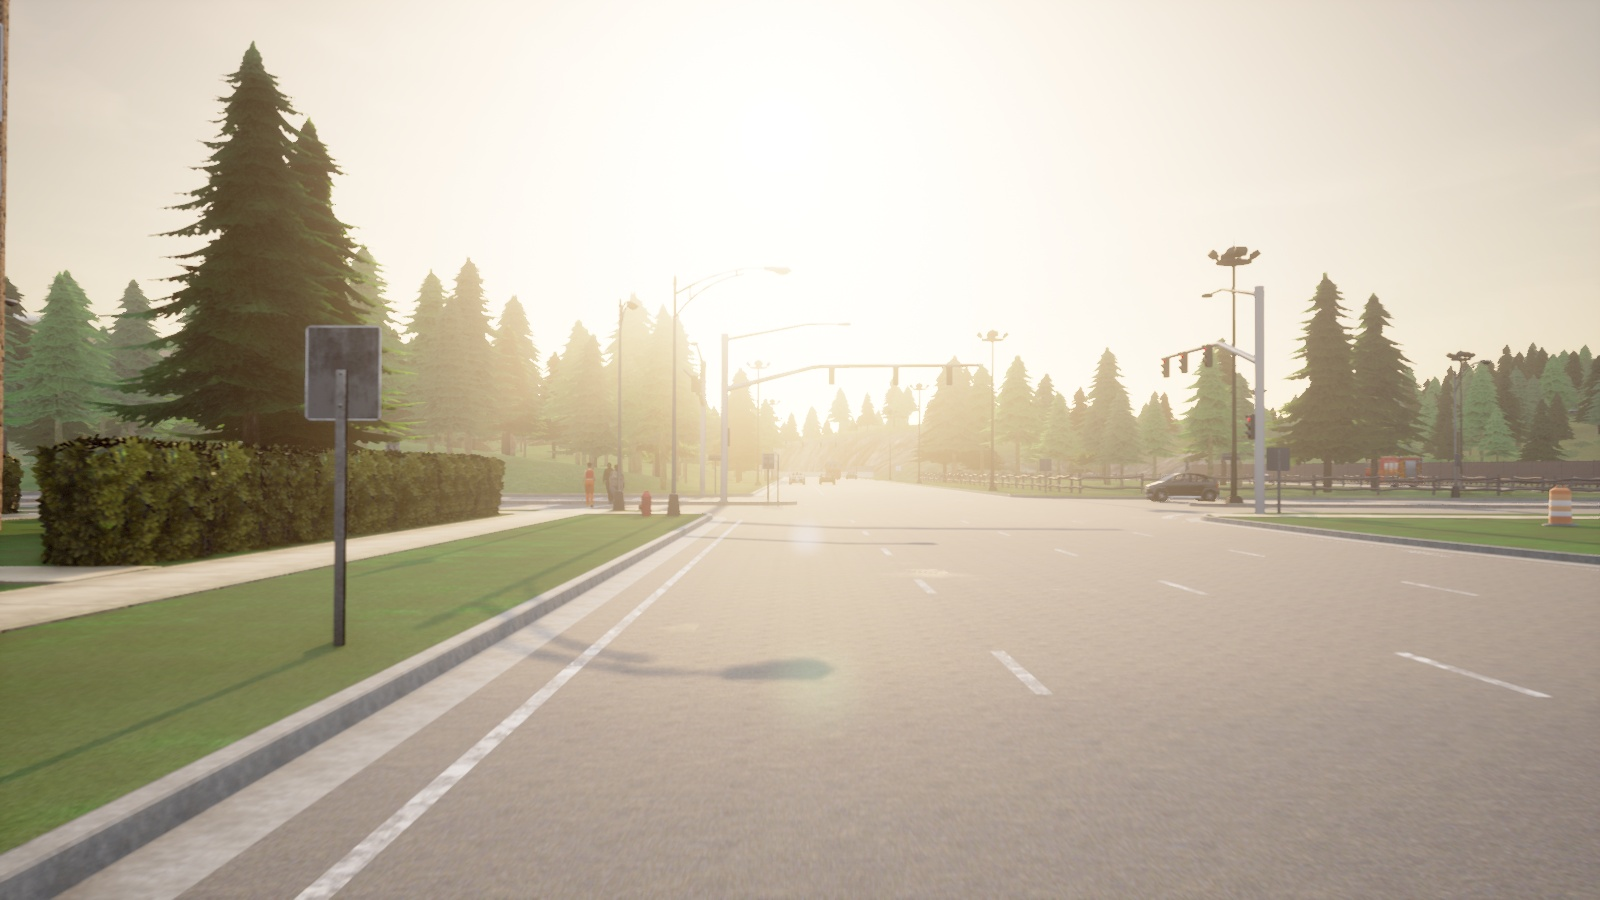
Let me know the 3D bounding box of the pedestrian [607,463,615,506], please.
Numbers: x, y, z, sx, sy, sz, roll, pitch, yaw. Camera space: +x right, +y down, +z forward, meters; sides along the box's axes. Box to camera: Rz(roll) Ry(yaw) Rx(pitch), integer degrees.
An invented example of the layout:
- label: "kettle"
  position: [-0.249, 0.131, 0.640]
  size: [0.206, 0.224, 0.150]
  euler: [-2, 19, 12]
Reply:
- label: "pedestrian"
  position: [-8.237, 1.503, 54.717]
  size: [0.353, 1.847, 0.614]
  euler: [0, -1, -7]

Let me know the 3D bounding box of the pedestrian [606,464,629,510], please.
- label: "pedestrian"
  position: [-7.440, 1.490, 51.183]
  size: [0.874, 1.855, 0.900]
  euler: [0, -1, -10]

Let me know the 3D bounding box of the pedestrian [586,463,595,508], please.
- label: "pedestrian"
  position: [-8.636, 1.471, 51.703]
  size: [0.345, 1.836, 0.594]
  euler: [0, -1, -10]

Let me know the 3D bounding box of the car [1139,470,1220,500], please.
- label: "car"
  position: [19.997, 1.822, 66.222]
  size: [3.705, 1.549, 1.789]
  euler: [0, -1, 0]
